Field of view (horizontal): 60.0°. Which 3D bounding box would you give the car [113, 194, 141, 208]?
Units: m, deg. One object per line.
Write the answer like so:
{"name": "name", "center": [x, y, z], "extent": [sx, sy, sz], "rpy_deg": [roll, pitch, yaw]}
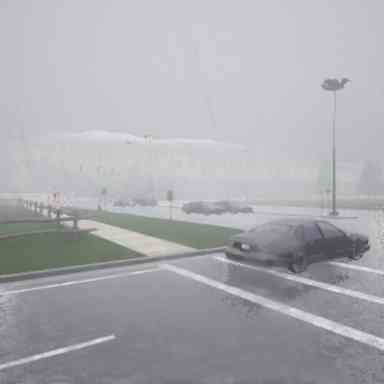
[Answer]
{"name": "car", "center": [-9.727, 1.470, 47.881], "extent": [2.128, 1.511, 4.902], "rpy_deg": [0, 0, -35]}

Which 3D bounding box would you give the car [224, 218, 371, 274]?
{"name": "car", "center": [3.509, 1.537, 10.556], "extent": [5.357, 1.411, 2.033], "rpy_deg": [0, 0, -35]}

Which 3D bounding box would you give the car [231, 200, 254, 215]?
{"name": "car", "center": [3.887, 1.521, 34.459], "extent": [2.033, 1.411, 5.357], "rpy_deg": [0, 0, -35]}

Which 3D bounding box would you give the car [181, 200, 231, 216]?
{"name": "car", "center": [1.047, 1.525, 32.412], "extent": [2.033, 1.411, 5.357], "rpy_deg": [0, 0, -35]}

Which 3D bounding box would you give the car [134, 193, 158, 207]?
{"name": "car", "center": [-7.321, 1.198, 50.560], "extent": [2.150, 2.045, 5.566], "rpy_deg": [0, 0, -35]}
